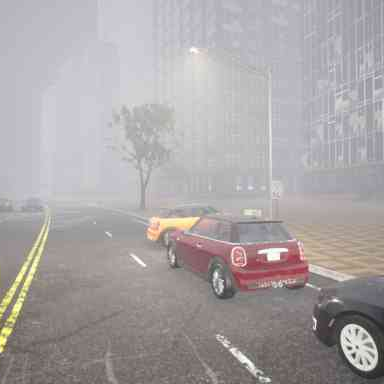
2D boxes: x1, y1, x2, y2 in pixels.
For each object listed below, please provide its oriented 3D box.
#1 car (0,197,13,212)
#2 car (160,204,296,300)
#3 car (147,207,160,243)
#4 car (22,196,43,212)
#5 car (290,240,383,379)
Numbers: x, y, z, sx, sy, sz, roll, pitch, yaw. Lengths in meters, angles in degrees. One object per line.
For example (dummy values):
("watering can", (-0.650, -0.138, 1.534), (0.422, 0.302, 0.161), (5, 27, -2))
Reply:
("car", (-21.785, 1.390, 38.058), (2.097, 1.767, 4.553), (0, 0, -24))
("car", (0.887, 1.355, 8.831), (2.097, 1.767, 4.553), (0, 0, -22))
("car", (0.388, 1.276, 14.415), (4.553, 1.767, 2.097), (-3, 1, -18))
("car", (-18.816, 1.393, 39.379), (2.097, 1.767, 4.553), (0, 0, -24))
("car", (3.620, 1.505, 3.359), (1.837, 1.490, 4.892), (0, 0, -35))
